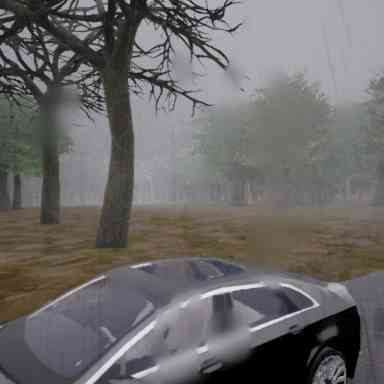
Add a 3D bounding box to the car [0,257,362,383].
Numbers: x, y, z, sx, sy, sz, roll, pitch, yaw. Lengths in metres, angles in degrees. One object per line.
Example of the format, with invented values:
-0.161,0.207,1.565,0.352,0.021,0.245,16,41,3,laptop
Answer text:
-0.327,1.491,3.142,4.902,1.511,2.128,0,0,-36,car
